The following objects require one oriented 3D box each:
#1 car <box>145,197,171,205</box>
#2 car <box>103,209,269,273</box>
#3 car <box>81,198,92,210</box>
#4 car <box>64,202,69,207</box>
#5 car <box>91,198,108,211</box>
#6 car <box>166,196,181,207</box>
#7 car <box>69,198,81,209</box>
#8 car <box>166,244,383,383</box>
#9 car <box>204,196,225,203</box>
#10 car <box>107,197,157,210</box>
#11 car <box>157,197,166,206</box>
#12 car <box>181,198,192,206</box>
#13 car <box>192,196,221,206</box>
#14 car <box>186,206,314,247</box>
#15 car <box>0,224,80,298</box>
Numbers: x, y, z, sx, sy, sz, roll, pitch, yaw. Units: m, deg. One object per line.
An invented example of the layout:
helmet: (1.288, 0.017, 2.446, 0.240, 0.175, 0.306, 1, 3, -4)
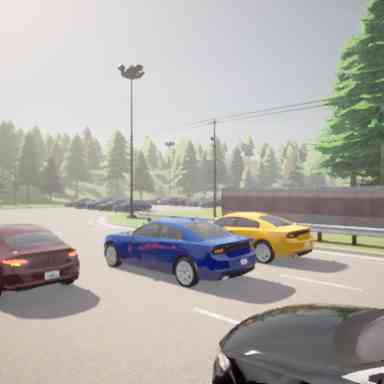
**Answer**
car: (-5.905, 1.552, 57.657, 1.994, 1.385, 4.181, 0, 0, 43)
car: (-0.593, 1.476, 9.458, 5.008, 1.535, 1.882, 0, 0, 43)
car: (-10.958, 1.468, 41.986, 1.882, 1.535, 5.008, 0, 0, 43)
car: (-15.418, 1.537, 47.466, 2.033, 1.411, 5.357, 0, 0, 43)
car: (-8.674, 1.539, 39.303, 2.033, 1.411, 5.357, 0, 0, 43)
car: (-1.342, 1.591, 52.295, 1.895, 1.301, 4.718, 0, 0, 43)
car: (-13.439, 1.591, 44.456, 1.895, 1.301, 4.718, 0, 0, 43)
car: (2.299, 1.491, 2.077, 4.902, 1.511, 2.128, 0, 0, 43)
car: (4.628, 1.514, 68.819, 1.812, 1.442, 4.674, 0, 0, 43)
car: (-6.503, 1.518, 36.501, 1.812, 1.442, 4.674, 0, 0, 43)
car: (-3.646, 1.481, 54.951, 2.128, 1.511, 4.902, 0, 0, 43)
car: (1.004, 1.517, 49.673, 1.812, 1.442, 4.674, 0, 0, 43)
car: (2.799, 1.481, 46.464, 2.128, 1.511, 4.902, 0, 0, 43)
car: (1.784, 1.476, 12.027, 5.008, 1.535, 1.882, 0, 0, 43)
car: (-4.540, 1.524, 8.347, 4.674, 1.442, 1.812, 0, 0, 43)
